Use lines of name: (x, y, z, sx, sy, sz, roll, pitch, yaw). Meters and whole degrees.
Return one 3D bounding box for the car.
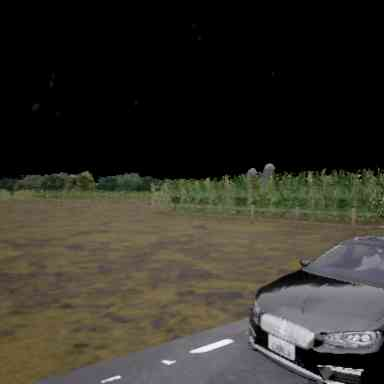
car: (3.013, 1.507, 5.203, 4.902, 1.511, 2.128, 0, 0, -35)
